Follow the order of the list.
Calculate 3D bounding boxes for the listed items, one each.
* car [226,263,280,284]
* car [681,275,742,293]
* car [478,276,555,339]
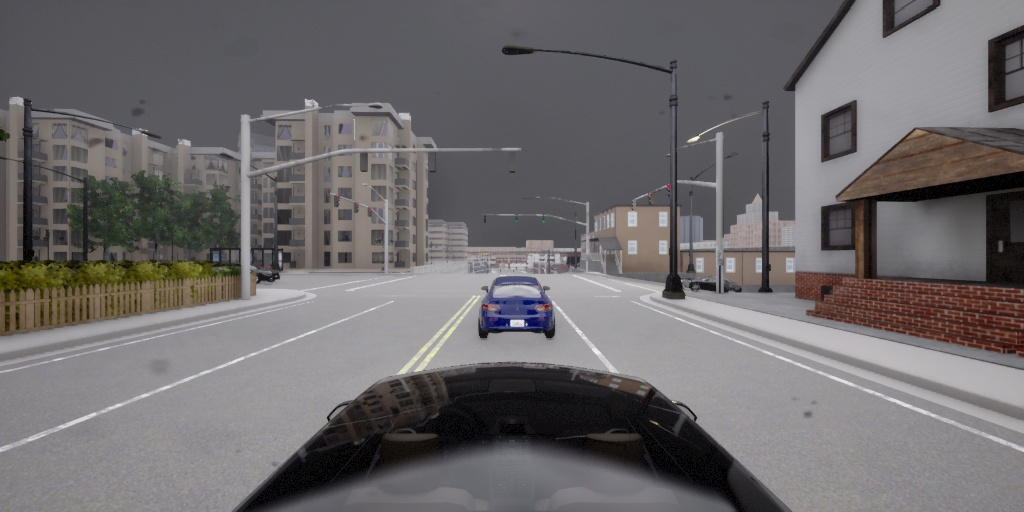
[{"bbox_3d":[-19.822,1.255,26.475,4.892,1.490,1.837,0,0,1],"label":"car"},{"bbox_3d":[16.309,2.363,29.664,4.902,1.511,2.128,8,0,1],"label":"car"},{"bbox_3d":[0.107,1.276,9.997,1.812,1.442,4.674,0,0,0],"label":"car"}]
